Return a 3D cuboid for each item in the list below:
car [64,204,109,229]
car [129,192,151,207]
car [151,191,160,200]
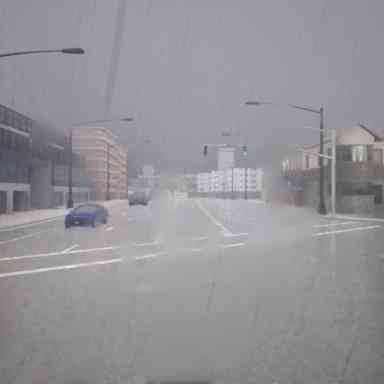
[{"bbox_3d":[-6.899,1.548,22.224,1.882,1.535,5.008,0,0,-1],"label":"car"},{"bbox_3d":[-7.535,1.014,47.139,2.150,2.045,5.566,0,2,-1],"label":"car"},{"bbox_3d":[-8.198,0.807,72.911,2.150,2.045,5.566,0,0,-1],"label":"car"}]
